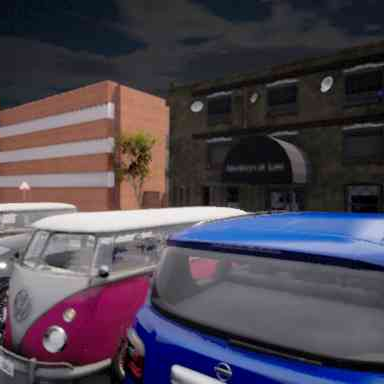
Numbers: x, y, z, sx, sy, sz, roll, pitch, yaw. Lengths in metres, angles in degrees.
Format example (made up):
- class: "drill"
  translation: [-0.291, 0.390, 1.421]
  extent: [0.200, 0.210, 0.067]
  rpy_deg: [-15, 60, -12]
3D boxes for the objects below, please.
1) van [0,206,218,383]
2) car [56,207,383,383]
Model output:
- class: "van"
  translation: [-0.674, 1.272, 5.338]
  extent: [1.878, 1.987, 4.442]
  rpy_deg: [0, 0, 36]
- class: "car"
  translation: [1.706, 1.232, 3.810]
  extent: [2.435, 2.045, 5.566]
  rpy_deg: [0, 0, 36]
